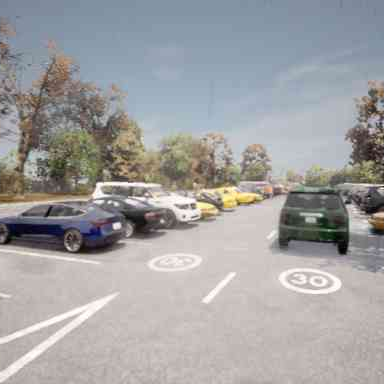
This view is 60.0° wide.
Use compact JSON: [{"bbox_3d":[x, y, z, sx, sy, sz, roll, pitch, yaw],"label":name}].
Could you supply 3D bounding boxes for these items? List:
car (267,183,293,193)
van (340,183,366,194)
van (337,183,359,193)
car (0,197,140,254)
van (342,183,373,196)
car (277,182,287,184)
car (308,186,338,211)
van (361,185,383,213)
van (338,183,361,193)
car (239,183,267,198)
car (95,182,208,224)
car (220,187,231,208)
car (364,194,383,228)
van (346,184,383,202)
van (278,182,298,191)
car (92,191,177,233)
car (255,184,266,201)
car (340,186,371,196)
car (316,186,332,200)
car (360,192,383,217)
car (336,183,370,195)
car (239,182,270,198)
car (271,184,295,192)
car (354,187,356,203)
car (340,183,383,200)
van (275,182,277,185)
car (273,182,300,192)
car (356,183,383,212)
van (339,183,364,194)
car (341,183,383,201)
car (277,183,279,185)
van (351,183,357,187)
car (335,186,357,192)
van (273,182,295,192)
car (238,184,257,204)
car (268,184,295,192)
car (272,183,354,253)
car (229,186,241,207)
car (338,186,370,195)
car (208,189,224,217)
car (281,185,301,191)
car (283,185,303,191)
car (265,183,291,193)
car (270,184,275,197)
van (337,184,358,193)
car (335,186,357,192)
[{"bbox_3d":[17.257,-0.831,65.326,4.553,1.767,2.185,2,2,22],"label":"car"},{"bbox_3d":[31.596,-0.680,65.530,4.442,1.987,1.878,2,2,22],"label":"van"},{"bbox_3d":[35.464,-0.898,75.763,4.442,1.987,1.878,2,1,22],"label":"van"},{"bbox_3d":[-4.515,1.038,11.289,4.792,1.488,2.163,2,3,22],"label":"car"},{"bbox_3d":[27.458,-0.393,55.255,4.442,1.987,1.878,2,2,22],"label":"van"},{"bbox_3d":[11.928,-0.354,52.517,5.366,1.575,1.946,2,2,22],"label":"car"},{"bbox_3d":[10.761,0.416,27.342,2.097,1.767,4.553,2,2,22],"label":"car"},{"bbox_3d":[15.045,0.506,24.436,4.442,1.987,1.878,2,3,22],"label":"van"},{"bbox_3d":[33.452,-0.830,70.761,4.442,1.987,1.878,2,2,22],"label":"van"},{"bbox_3d":[4.837,0.167,34.429,4.892,1.521,2.231,2,3,22],"label":"car"},{"bbox_3d":[-2.383,0.567,16.402,5.566,2.045,2.435,2,3,22],"label":"car"},{"bbox_3d":[-0.333,0.626,21.568,4.892,1.521,2.231,2,3,22],"label":"car"},{"bbox_3d":[10.576,1.104,14.174,5.366,1.575,1.946,2,3,22],"label":"car"},{"bbox_3d":[20.987,0.033,39.813,4.442,1.987,1.878,2,2,22],"label":"van"},{"bbox_3d":[23.393,-1.291,80.788,4.442,1.987,1.878,2,1,22],"label":"van"},{"bbox_3d":[-3.446,0.913,13.848,5.008,1.535,2.097,2,3,22],"label":"car"},{"bbox_3d":[3.981,0.252,31.792,5.366,1.575,1.946,2,3,22],"label":"car"},{"bbox_3d":[28.331,-0.199,57.760,4.674,1.452,2.002,2,2,22],"label":"car"},{"bbox_3d":[17.207,0.064,43.350,1.882,1.535,5.008,2,2,22],"label":"car"},{"bbox_3d":[13.825,0.854,21.818,4.792,1.488,2.163,2,3,22],"label":"car"},{"bbox_3d":[30.428,-0.638,63.014,5.566,2.045,2.435,2,2,22],"label":"car"},{"bbox_3d":[5.912,-0.037,36.988,4.553,1.767,2.185,2,2,22],"label":"car"},{"bbox_3d":[19.360,-0.808,70.468,4.674,1.452,2.002,2,2,22],"label":"car"},{"bbox_3d":[15.995,0.668,27.048,4.792,1.488,2.163,2,3,22],"label":"car"},{"bbox_3d":[23.139,-0.133,44.916,5.566,2.045,2.435,2,2,22],"label":"car"},{"bbox_3d":[8.066,-0.281,42.099,4.442,1.987,1.878,2,2,22],"label":"van"},{"bbox_3d":[21.462,-1.243,75.597,5.566,2.045,2.435,2,2,22],"label":"car"},{"bbox_3d":[12.848,0.671,19.218,5.566,2.045,2.435,2,3,22],"label":"car"},{"bbox_3d":[32.584,-0.748,67.982,4.442,1.987,1.878,2,2,22],"label":"van"},{"bbox_3d":[22.104,-0.061,42.347,5.566,2.045,2.435,2,2,22],"label":"car"},{"bbox_3d":[8.962,-0.102,44.737,4.792,1.488,2.163,2,2,22],"label":"car"},{"bbox_3d":[17.886,0.252,32.089,4.442,1.987,1.878,2,2,22],"label":"van"},{"bbox_3d":[38.662,-0.750,83.435,4.892,1.521,2.231,2,1,22],"label":"car"},{"bbox_3d":[20.290,-1.150,73.078,4.442,1.987,1.878,2,2,22],"label":"van"},{"bbox_3d":[2.646,0.327,29.471,5.366,1.575,1.946,2,3,22],"label":"car"},{"bbox_3d":[18.316,-0.777,67.896,5.008,1.535,2.097,2,2,22],"label":"car"},{"bbox_3d":[4.640,0.836,12.452,2.150,2.045,5.566,2,3,23],"label":"car"},{"bbox_3d":[0.526,0.521,24.212,5.366,1.575,1.946,2,3,22],"label":"car"},{"bbox_3d":[29.363,-0.311,60.330,5.008,1.535,2.097,2,2,22],"label":"car"},{"bbox_3d":[-1.204,0.724,18.927,5.366,1.575,1.946,2,3,22],"label":"car"},{"bbox_3d":[25.540,-1.087,85.913,4.792,1.488,2.163,2,1,22],"label":"car"},{"bbox_3d":[27.644,-1.170,91.049,5.008,1.535,2.097,2,1,22],"label":"car"},{"bbox_3d":[16.221,-0.760,62.752,4.553,1.767,2.185,2,2,22],"label":"car"},{"bbox_3d":[6.943,0.044,39.566,4.792,1.488,2.163,2,2,22],"label":"car"},{"bbox_3d":[37.748,-0.945,80.815,4.442,1.987,1.878,2,1,22],"label":"van"},{"bbox_3d":[39.696,-0.778,86.005,5.008,1.535,2.097,2,1,22],"label":"car"}]
